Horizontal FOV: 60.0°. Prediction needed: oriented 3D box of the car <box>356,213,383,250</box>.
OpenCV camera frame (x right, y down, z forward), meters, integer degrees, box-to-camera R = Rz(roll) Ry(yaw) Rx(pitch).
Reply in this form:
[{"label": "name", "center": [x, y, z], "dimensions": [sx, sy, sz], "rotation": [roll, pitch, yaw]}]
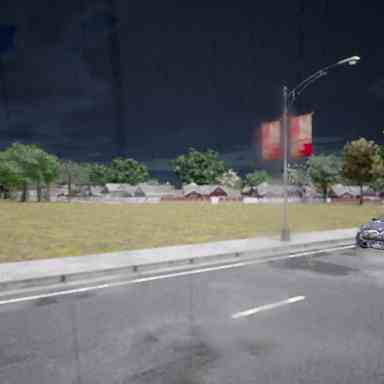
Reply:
[{"label": "car", "center": [8.938, 1.495, 14.043], "dimensions": [4.553, 1.767, 2.097], "rotation": [1, 0, -35]}]
